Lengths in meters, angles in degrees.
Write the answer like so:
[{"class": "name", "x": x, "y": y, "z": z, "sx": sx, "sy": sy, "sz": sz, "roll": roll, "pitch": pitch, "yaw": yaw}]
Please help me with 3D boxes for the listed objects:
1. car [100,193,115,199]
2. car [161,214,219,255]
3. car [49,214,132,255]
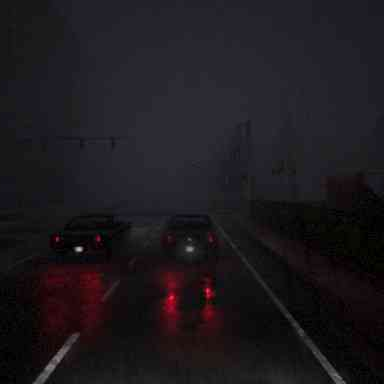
[{"class": "car", "x": -19.582, "y": 0.892, "z": 76.757, "sx": 4.674, "sy": 1.442, "sz": 1.812, "roll": 0, "pitch": 1, "yaw": 44}, {"class": "car", "x": -0.063, "y": 1.495, "z": 12.734, "sx": 1.895, "sy": 1.301, "sz": 4.718, "roll": 0, "pitch": 0, "yaw": 0}, {"class": "car", "x": -3.563, "y": 1.495, "z": 12.710, "sx": 1.895, "sy": 1.301, "sz": 4.718, "roll": 0, "pitch": 0, "yaw": 0}]
